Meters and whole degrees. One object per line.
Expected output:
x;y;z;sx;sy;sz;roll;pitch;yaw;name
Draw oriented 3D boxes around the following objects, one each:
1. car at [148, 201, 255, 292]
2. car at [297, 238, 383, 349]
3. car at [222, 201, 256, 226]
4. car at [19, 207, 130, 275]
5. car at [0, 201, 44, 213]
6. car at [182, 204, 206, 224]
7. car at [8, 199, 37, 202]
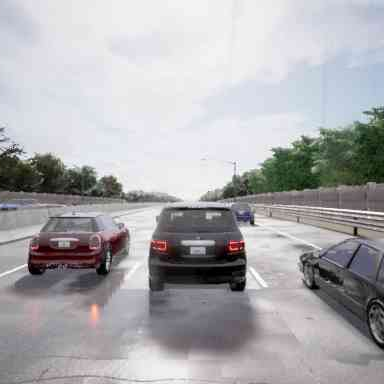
0.124;1.264;9.208;2.150;2.045;5.566;0;0;0;car
3.612;1.569;6.156;2.033;1.411;5.357;0;0;1;car
3.672;1.651;26.939;2.097;1.767;4.553;0;-1;0;car
-3.368;1.408;10.805;2.097;1.767;4.553;0;-1;-1;car
-14.023;1.814;28.737;1.882;1.535;5.008;0;-1;0;car
0.177;1.808;28.384;1.882;1.535;5.008;0;-1;0;car
-17.510;1.676;33.756;2.150;2.045;5.566;0;-1;0;car
